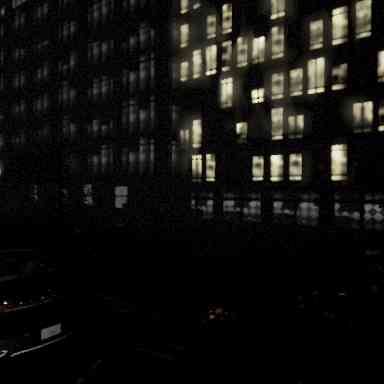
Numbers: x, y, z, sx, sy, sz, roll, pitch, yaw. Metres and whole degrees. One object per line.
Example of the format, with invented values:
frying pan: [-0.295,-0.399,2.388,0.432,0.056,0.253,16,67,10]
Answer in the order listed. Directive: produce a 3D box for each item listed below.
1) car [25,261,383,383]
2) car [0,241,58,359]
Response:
car: [0.946,1.435,2.210,4.097,1.590,1.967,1,0,36]
car: [-3.527,1.490,5.452,4.403,1.369,2.008,1,0,36]
